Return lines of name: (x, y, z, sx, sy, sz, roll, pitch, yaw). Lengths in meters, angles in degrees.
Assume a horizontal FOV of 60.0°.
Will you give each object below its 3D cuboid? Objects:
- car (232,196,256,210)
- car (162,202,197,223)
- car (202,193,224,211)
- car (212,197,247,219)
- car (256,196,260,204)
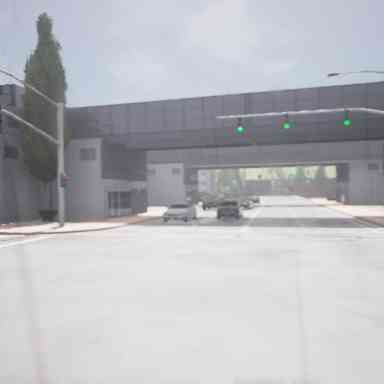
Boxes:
car: (6.312, 1.393, 40.433, 1.837, 1.490, 4.892, -1, 0, 14)
car: (-0.866, 1.530, 26.145, 1.812, 1.442, 4.674, -1, 1, 14)
car: (2.719, 1.162, 40.520, 2.150, 2.045, 5.566, -1, 0, 14)
car: (3.274, 1.444, 28.263, 1.837, 1.490, 4.892, -1, 0, 14)
car: (11.160, 1.379, 59.538, 1.994, 1.385, 4.181, -1, 0, 14)
